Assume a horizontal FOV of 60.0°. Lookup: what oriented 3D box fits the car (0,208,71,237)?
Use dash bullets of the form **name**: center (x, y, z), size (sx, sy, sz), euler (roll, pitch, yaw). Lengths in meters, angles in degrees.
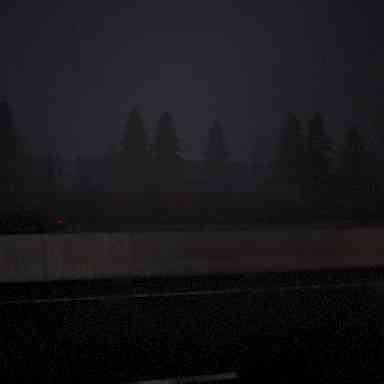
- **car**: center (-9.716, 1.667, 18.389), size (5.357, 1.411, 2.033), euler (0, 0, -10)
